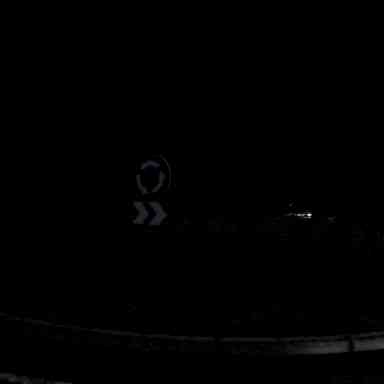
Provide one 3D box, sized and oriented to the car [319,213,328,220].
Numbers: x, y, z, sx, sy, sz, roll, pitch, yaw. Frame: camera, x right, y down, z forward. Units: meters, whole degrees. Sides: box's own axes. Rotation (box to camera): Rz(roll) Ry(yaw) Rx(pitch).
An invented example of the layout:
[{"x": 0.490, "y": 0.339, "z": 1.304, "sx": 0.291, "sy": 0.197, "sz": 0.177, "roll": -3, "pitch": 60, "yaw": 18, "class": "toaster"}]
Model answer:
[{"x": 15.680, "y": 2.691, "z": 40.902, "sx": 2.033, "sy": 1.411, "sz": 5.357, "roll": 1, "pitch": -1, "yaw": 25, "class": "car"}]
